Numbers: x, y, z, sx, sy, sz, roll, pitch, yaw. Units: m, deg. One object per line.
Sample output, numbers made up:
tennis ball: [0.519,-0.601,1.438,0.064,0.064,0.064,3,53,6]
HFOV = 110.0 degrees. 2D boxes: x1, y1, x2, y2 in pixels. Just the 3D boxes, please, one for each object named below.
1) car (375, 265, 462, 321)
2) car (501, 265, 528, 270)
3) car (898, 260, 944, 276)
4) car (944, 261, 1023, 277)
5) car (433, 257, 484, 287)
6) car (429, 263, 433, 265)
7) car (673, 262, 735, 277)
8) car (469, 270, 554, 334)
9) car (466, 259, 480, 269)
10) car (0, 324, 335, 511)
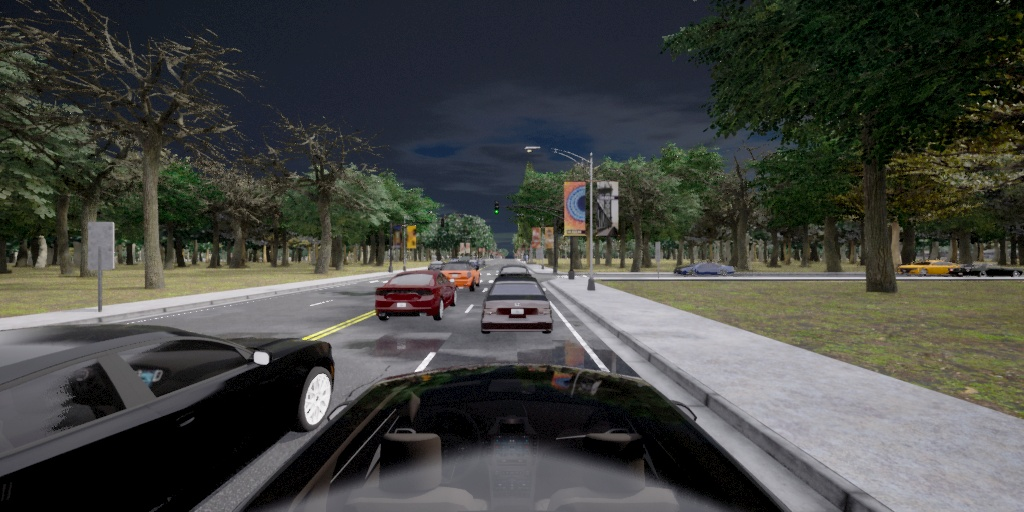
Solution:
car: [-3.138,1.230,12.568,1.882,1.535,5.008,0,0,-1]
car: [0.105,1.234,20.439,1.882,1.535,5.008,0,0,-1]
car: [41.180,1.198,35.322,5.008,1.535,1.882,0,0,1]
car: [42.859,1.322,32.459,4.718,1.301,1.895,0,0,1]
car: [-3.132,1.109,21.842,2.097,1.767,4.553,0,0,0]
car: [-9.800,1.306,47.371,1.812,1.442,4.674,0,0,0]
car: [18.946,1.284,35.409,5.357,1.411,2.033,0,0,0]
car: [0.102,1.299,10.588,2.033,1.411,5.357,0,0,0]
car: [-6.529,1.320,60.085,1.812,1.442,4.674,0,0,0]
car: [-3.153,1.228,2.526,1.882,1.535,5.008,0,0,0]
